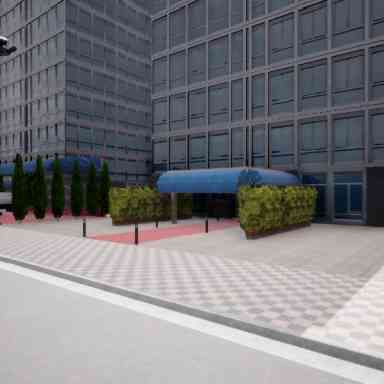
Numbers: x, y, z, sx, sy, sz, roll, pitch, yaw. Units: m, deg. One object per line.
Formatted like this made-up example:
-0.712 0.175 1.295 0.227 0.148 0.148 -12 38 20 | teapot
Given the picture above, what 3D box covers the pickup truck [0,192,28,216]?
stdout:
-15.317 1.059 27.938 2.390 2.098 6.274 0 0 -22 | pickup truck
